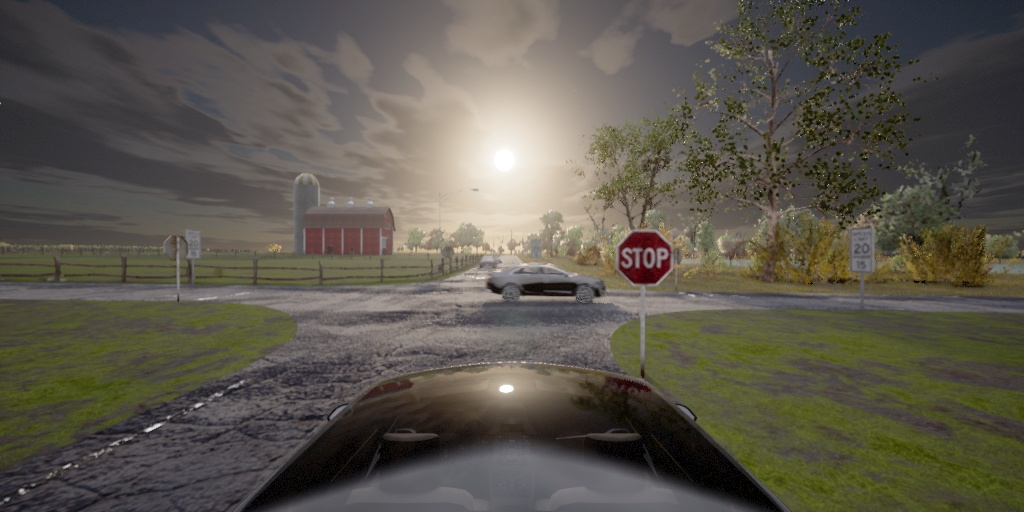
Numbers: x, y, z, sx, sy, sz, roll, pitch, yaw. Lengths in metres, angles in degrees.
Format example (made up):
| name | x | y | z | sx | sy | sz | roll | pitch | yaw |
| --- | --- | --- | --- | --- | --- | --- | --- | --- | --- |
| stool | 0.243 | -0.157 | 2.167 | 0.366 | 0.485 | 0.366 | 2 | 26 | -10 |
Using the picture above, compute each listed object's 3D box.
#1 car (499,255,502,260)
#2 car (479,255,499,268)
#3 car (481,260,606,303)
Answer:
| name | x | y | z | sx | sy | sz | roll | pitch | yaw |
| --- | --- | --- | --- | --- | --- | --- | --- | --- | --- |
| car | -2.779 | 0.498 | 60.863 | 1.895 | 1.301 | 4.718 | 0 | 1 | 1 |
| car | -2.828 | 0.674 | 42.768 | 1.812 | 1.442 | 4.674 | 0 | 1 | 0 |
| car | 1.350 | 1.059 | 14.765 | 4.902 | 1.511 | 2.128 | 0 | 1 | 0 |
